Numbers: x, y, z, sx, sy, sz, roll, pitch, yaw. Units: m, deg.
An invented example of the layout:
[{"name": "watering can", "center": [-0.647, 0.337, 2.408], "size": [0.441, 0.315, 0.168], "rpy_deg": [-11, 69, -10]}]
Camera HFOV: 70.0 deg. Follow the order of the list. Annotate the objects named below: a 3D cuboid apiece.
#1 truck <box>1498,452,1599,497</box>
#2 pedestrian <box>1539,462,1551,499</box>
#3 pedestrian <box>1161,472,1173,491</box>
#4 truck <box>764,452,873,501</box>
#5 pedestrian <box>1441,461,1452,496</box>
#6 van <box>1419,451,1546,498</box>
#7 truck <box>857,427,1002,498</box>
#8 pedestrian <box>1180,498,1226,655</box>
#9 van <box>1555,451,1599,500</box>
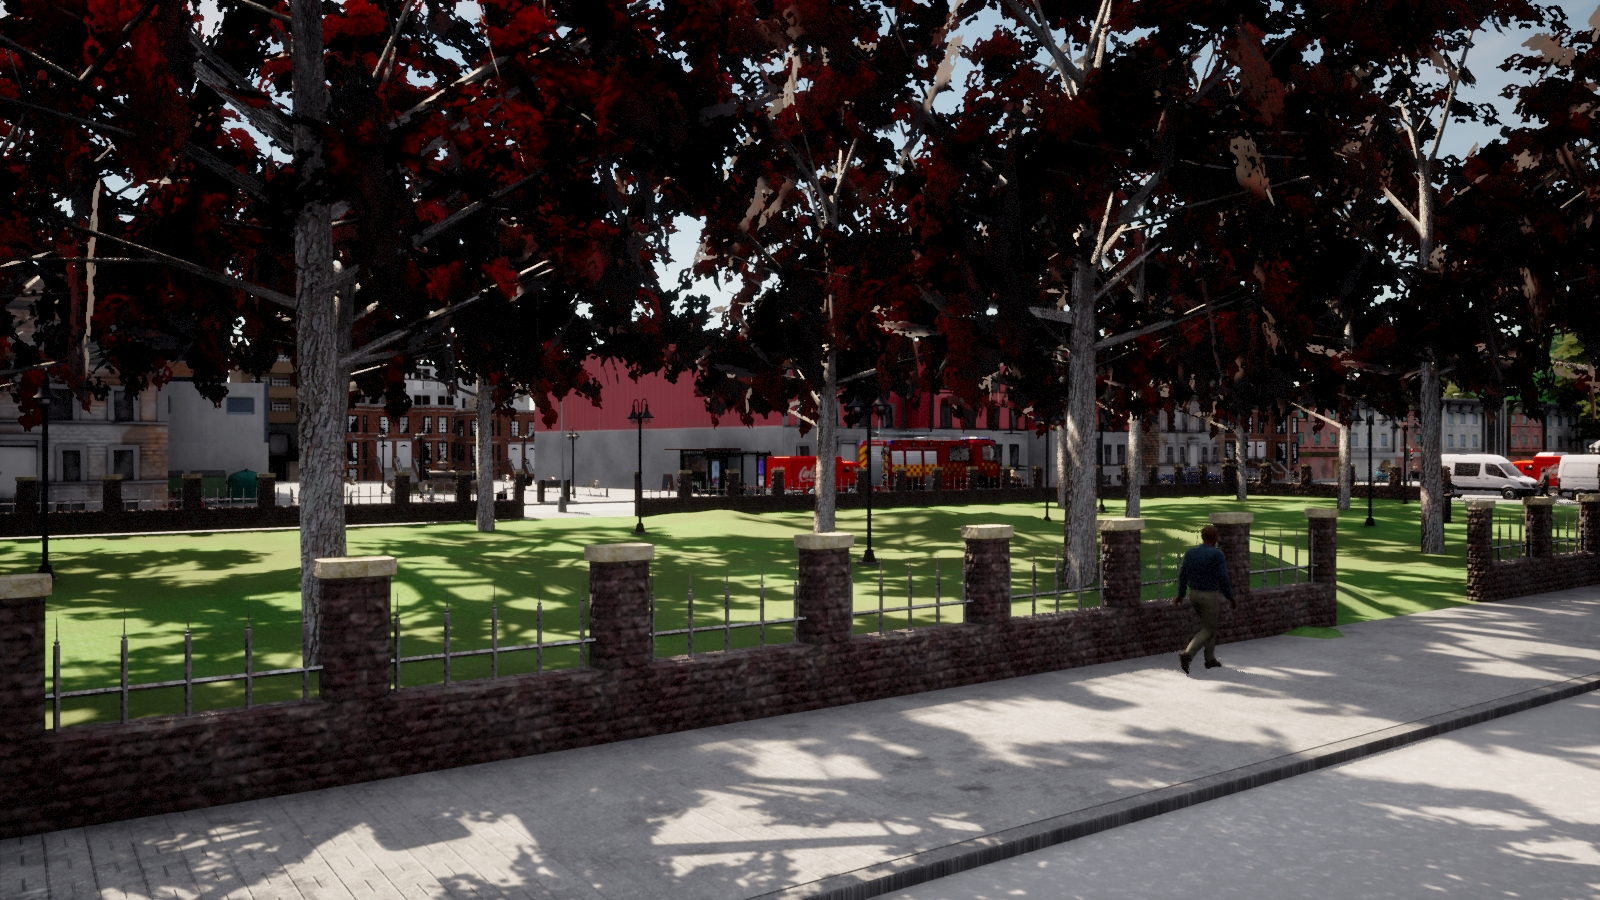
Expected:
[{"name": "truck", "center": [43.313, 1.345, 65.355], "size": [2.627, 2.467, 5.204], "rpy_deg": [0, 0, -35]}, {"name": "pedestrian", "center": [37.429, 1.525, 57.419], "size": [0.375, 1.860, 0.375], "rpy_deg": [0, 0, -35]}, {"name": "pedestrian", "center": [22.287, 1.906, 69.367], "size": [0.500, 1.100, 0.500], "rpy_deg": [0, 0, -29]}, {"name": "truck", "center": [0.982, 1.348, 60.339], "size": [5.204, 2.467, 2.627], "rpy_deg": [0, 0, -35]}, {"name": "pedestrian", "center": [34.702, 1.523, 61.306], "size": [0.375, 1.860, 0.375], "rpy_deg": [0, 0, -35]}, {"name": "van", "center": [38.735, 1.314, 65.046], "size": [1.988, 2.561, 5.915], "rpy_deg": [0, 0, -34]}, {"name": "truck", "center": [7.473, 0.671, 65.186], "size": [8.468, 3.827, 2.891], "rpy_deg": [0, 0, -35]}, {"name": "pedestrian", "center": [4.906, 1.525, 13.910], "size": [0.375, 1.860, 0.375], "rpy_deg": [0, 0, -33]}, {"name": "van", "center": [42.801, 1.314, 59.145], "size": [1.988, 2.561, 5.915], "rpy_deg": [0, 0, -34]}]
